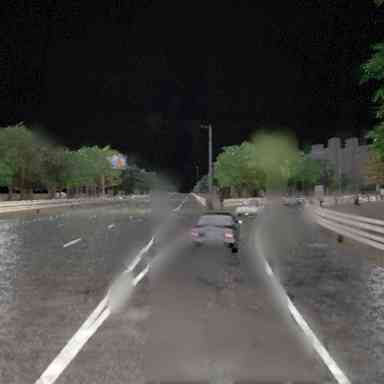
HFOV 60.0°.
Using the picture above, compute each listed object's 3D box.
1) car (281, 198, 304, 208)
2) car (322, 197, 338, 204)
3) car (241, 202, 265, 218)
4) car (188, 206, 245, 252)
[{"bbox_3d":[14.642,1.553,48.420,2.033,1.411,5.357,0,0,35],"label":"car"},{"bbox_3d":[25.464,1.587,61.594,1.895,1.301,4.718,0,0,43],"label":"car"},{"bbox_3d":[5.526,1.613,30.833,1.895,1.301,4.718,0,0,21],"label":"car"},{"bbox_3d":[1.082,1.552,13.985,2.033,1.411,5.357,0,0,9],"label":"car"}]
